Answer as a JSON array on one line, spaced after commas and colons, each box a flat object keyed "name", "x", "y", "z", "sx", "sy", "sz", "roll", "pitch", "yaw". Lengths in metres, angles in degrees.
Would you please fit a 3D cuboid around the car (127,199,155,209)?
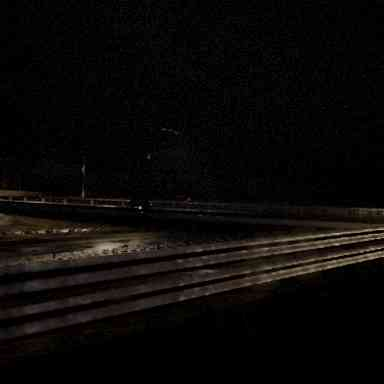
[{"name": "car", "x": -8.196, "y": 1.912, "z": 53.735, "sx": 4.892, "sy": 1.490, "sz": 1.837, "roll": 1, "pitch": -2, "yaw": 30}]
